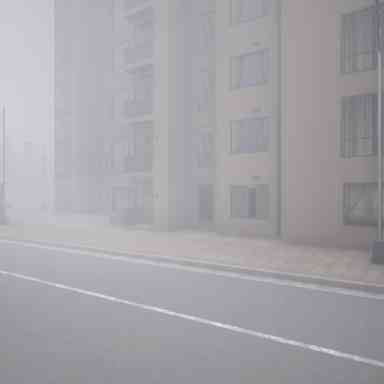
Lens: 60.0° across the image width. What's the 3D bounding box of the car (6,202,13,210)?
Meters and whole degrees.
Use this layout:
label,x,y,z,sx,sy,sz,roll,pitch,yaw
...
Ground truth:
label,x,y,z,sx,sy,sz,roll,pitch,yaw
car,-22.943,1.436,37.632,2.128,1.511,4.902,0,0,34
